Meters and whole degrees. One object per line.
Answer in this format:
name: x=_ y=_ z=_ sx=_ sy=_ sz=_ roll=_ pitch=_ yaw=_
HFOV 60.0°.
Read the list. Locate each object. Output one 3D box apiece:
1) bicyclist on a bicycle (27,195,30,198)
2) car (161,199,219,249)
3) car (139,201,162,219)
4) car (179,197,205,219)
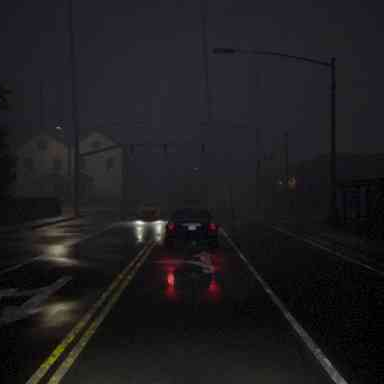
bicyclist on a bicycle: x=-25.266 y=1.301 z=51.345 sx=0.582 sy=1.620 sz=1.656 roll=0 pitch=0 yaw=0
car: x=0.000 y=1.365 z=14.620 sx=2.097 sy=1.767 sz=4.553 roll=0 pitch=0 yaw=0
car: x=-3.500 y=1.511 z=29.670 sx=1.882 sy=1.535 sz=5.008 roll=0 pitch=0 yaw=0
car: x=0.000 y=1.365 z=29.620 sx=2.097 sy=1.767 sz=4.553 roll=0 pitch=0 yaw=0
